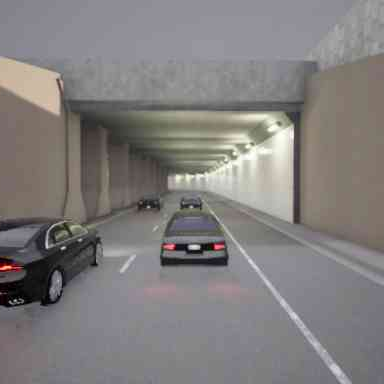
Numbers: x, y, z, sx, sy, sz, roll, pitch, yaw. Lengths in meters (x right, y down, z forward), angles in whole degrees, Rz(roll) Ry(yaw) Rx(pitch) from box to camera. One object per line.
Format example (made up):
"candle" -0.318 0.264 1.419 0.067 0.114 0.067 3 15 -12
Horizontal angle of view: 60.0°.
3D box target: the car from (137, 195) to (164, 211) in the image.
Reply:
"car" -3.570 0.889 29.443 1.895 1.301 4.718 0 1 0

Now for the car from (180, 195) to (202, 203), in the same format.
"car" -0.070 0.886 29.460 1.895 1.301 4.718 0 1 0

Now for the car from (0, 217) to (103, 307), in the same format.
"car" -3.447 1.322 7.580 1.837 1.490 4.892 0 2 0

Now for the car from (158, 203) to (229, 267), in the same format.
"car" 0.041 1.294 10.375 2.033 1.411 5.357 0 1 0
